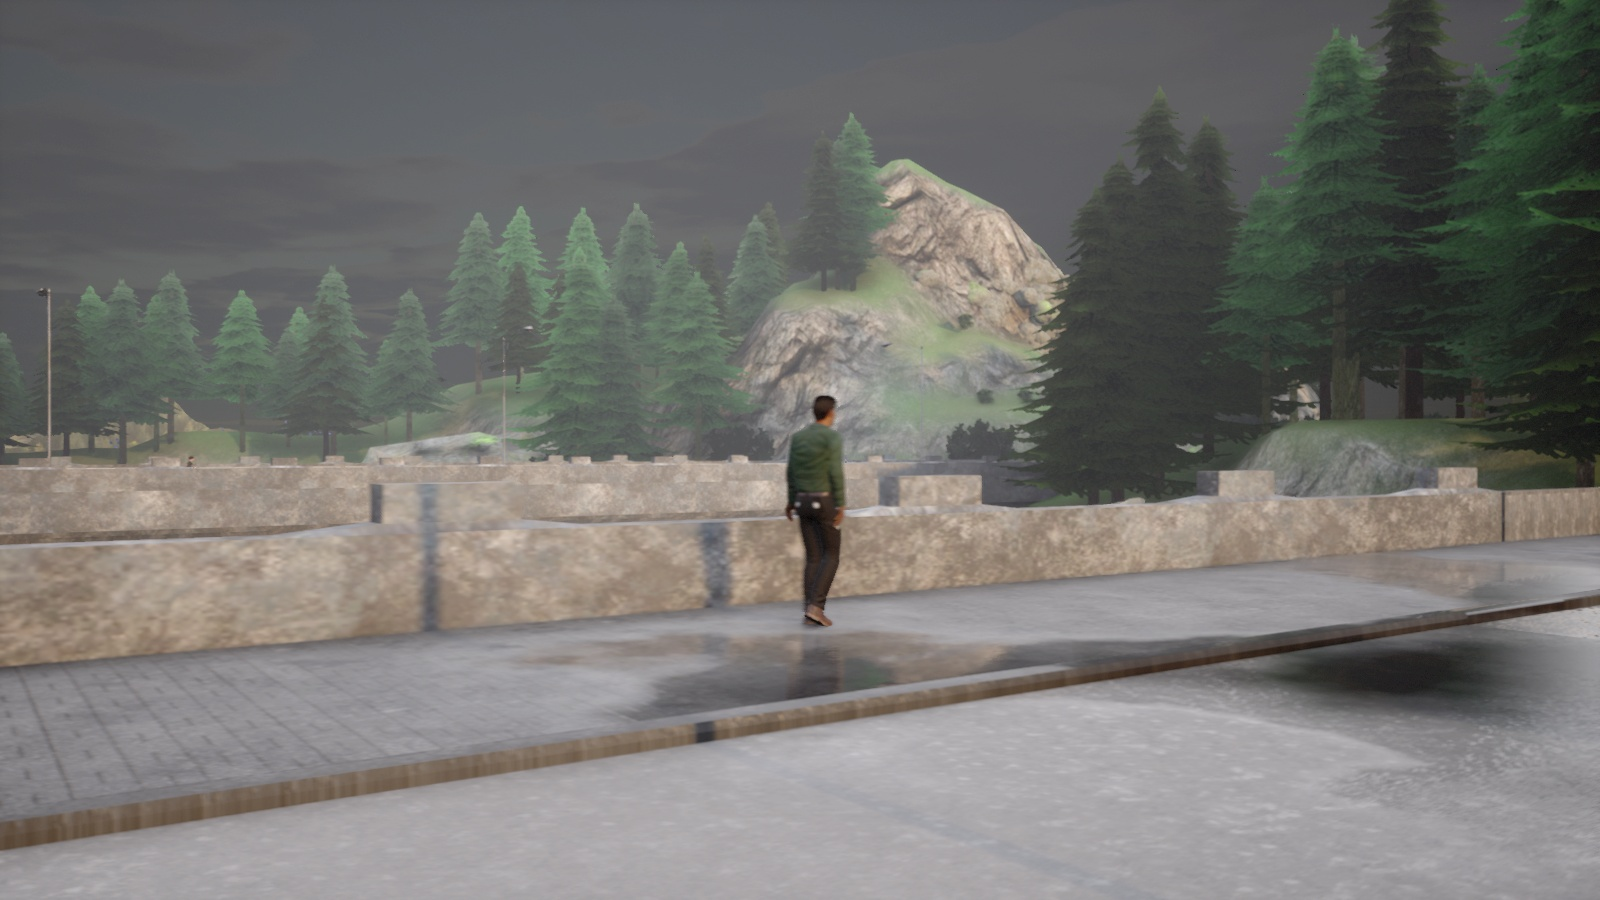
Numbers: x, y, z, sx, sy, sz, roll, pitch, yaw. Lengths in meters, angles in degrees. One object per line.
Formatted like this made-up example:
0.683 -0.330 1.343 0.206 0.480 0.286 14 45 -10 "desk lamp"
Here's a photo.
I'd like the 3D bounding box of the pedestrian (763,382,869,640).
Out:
0.133 0.460 9.929 0.423 1.949 0.788 0 0 40 "pedestrian"
